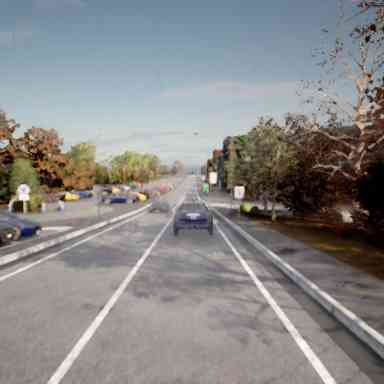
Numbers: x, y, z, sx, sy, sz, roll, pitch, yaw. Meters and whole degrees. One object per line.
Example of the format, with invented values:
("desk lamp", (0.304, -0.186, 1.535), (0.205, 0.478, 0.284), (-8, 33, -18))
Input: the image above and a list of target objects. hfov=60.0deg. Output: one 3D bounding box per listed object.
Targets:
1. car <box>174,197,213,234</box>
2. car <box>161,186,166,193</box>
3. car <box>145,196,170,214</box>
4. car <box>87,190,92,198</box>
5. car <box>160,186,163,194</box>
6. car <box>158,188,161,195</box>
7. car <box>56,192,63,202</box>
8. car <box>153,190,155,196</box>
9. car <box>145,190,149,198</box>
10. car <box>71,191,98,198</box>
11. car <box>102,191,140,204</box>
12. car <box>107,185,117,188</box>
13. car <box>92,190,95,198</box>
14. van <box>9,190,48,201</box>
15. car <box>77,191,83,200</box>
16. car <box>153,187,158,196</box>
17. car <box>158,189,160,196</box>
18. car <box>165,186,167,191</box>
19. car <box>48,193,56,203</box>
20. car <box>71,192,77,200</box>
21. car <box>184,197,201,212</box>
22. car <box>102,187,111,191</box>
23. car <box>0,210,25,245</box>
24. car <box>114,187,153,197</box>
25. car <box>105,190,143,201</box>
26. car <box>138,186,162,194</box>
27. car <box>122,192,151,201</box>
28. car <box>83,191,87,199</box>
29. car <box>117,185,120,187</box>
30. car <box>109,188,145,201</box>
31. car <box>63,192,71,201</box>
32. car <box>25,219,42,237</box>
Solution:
("car", (0.070, 1.314, 19.237), (2.097, 1.767, 4.553), (0, 0, 0))
("car", (-9.916, -0.025, 85.454), (5.008, 1.535, 2.097), (0, 3, 0))
("car", (-3.380, 1.475, 35.410), (2.033, 1.411, 5.357), (0, 0, 0))
("car", (-23.122, 0.645, 65.858), (5.008, 1.535, 2.097), (0, 1, 0))
("car", (-9.988, 0.085, 79.877), (4.553, 1.767, 2.185), (0, 2, 0))
("car", (-10.022, 0.440, 74.319), (4.792, 1.488, 2.163), (0, 2, 0))
("car", (-23.218, 0.880, 51.913), (4.674, 1.452, 2.002), (0, 0, 0))
("car", (-10.035, 0.739, 63.165), (4.792, 1.488, 2.163), (0, 1, 0))
("car", (-10.112, 0.825, 54.803), (5.008, 1.535, 2.097), (0, 1, 0))
("car", (-23.084, 0.495, 71.563), (4.892, 1.521, 2.231), (0, 2, 0))
("car", (-10.141, 0.899, 46.454), (4.792, 1.488, 2.163), (0, 0, 0))
("car", (-23.031, -0.275, 85.356), (5.566, 2.045, 2.435), (0, 3, 0))
("car", (-23.104, 0.576, 68.647), (5.008, 1.535, 2.097), (0, 2, 0))
("van", (-23.124, 0.640, 46.453), (4.442, 1.987, 1.878), (1, 0, 0))
("car", (-23.347, 0.750, 60.413), (5.366, 1.575, 1.946), (0, 1, 0))
("car", (-9.997, 0.451, 68.741), (4.553, 1.767, 2.185), (0, 2, 0))
("car", (-9.981, 0.527, 71.532), (4.792, 1.488, 2.163), (0, 2, 0))
("car", (-9.899, -0.155, 88.240), (5.008, 1.535, 2.097), (0, 3, 0))
("car", (-23.236, 0.892, 49.128), (4.674, 1.452, 2.002), (0, 0, 0))
("car", (-23.365, 0.788, 57.618), (5.366, 1.575, 1.946), (0, 1, 0))
("car", (0.017, 1.401, 38.402), (1.837, 1.490, 4.892), (0, 1, 0))
("car", (-22.853, 0.208, 79.792), (5.366, 1.575, 1.946), (0, 2, 0))
("car", (-10.093, 1.552, 13.865), (5.008, 1.535, 2.097), (0, 0, 0))
("car", (-10.128, 0.545, 57.594), (5.566, 2.045, 2.435), (0, 1, 0))
("car", (-10.182, 0.887, 49.238), (4.792, 1.488, 2.163), (0, 0, 0))
("car", (-10.006, 0.190, 77.099), (4.553, 1.767, 2.185), (0, 2, 0))
("car", (-10.075, 0.759, 60.386), (4.892, 1.521, 2.231), (0, 1, 0))
("car", (-23.115, 0.736, 63.067), (4.792, 1.488, 2.163), (0, 1, 0))
("car", (-22.998, -0.416, 90.936), (4.553, 1.767, 2.185), (0, 3, 0))
("car", (-10.166, 0.719, 52.023), (4.553, 1.767, 2.185), (0, 0, 0))
("car", (-23.226, 0.850, 54.825), (4.792, 1.488, 2.163), (0, 0, 0))
("car", (-10.043, 1.591, 16.641), (4.792, 1.488, 2.163), (0, 0, 0))
